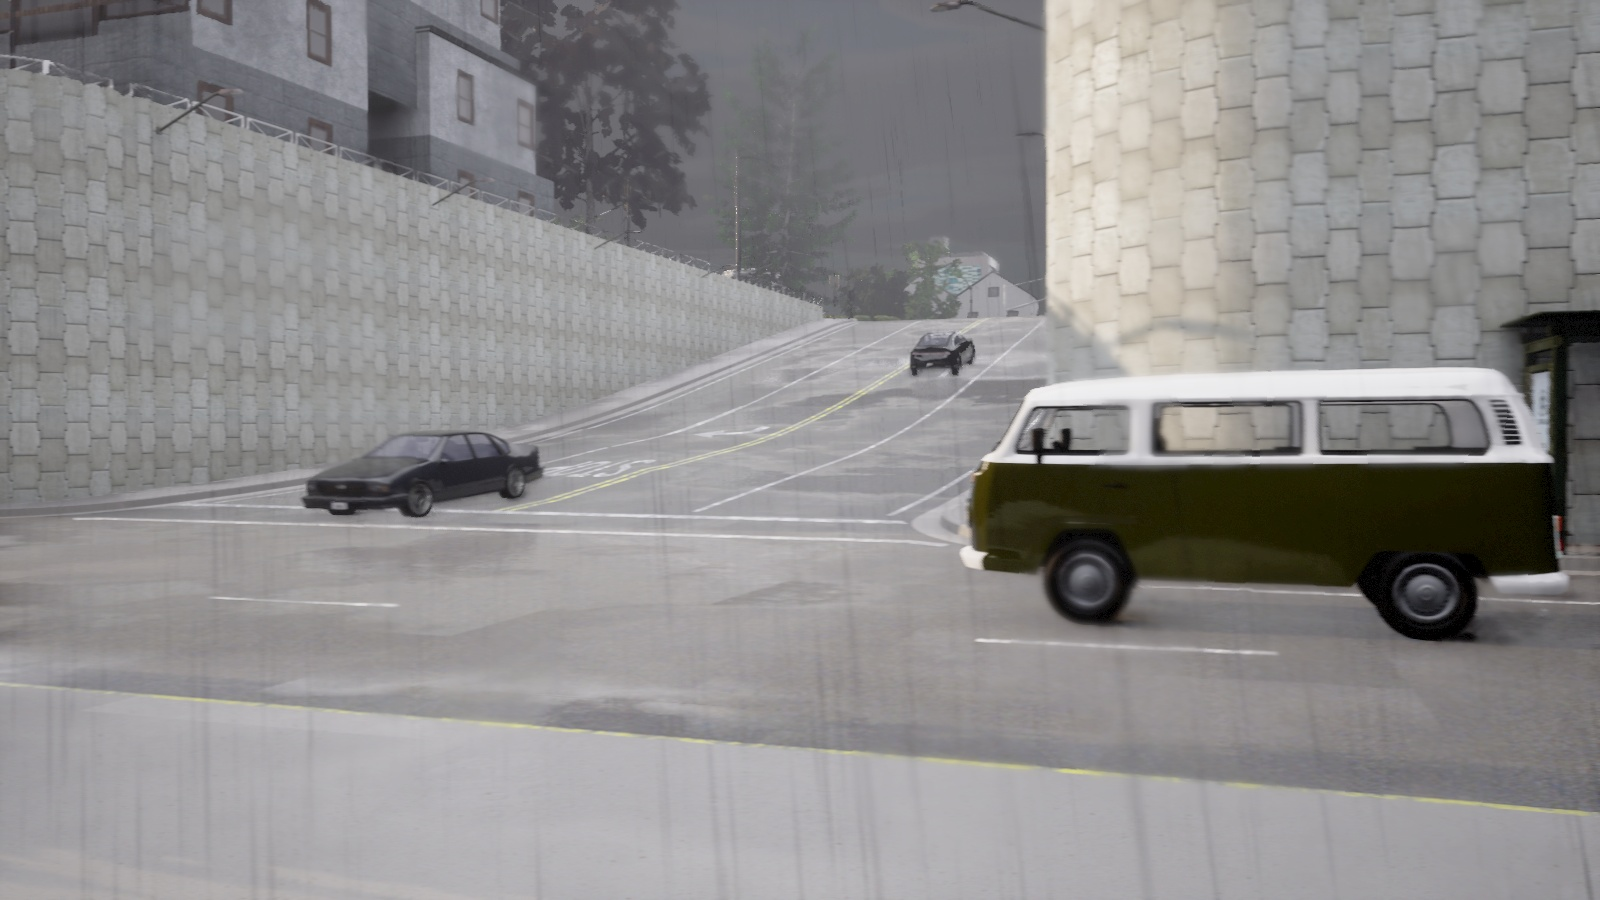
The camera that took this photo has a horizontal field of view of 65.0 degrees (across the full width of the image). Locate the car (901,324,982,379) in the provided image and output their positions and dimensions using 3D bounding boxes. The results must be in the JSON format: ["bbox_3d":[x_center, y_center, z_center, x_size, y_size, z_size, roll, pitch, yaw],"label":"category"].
[{"bbox_3d":[5.643,-3.932,49.564,2.128,1.511,4.902,1,12,19],"label":"car"}]

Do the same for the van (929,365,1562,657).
[{"bbox_3d":[3.503,0.396,10.450,4.480,2.038,2.069,1,1,19],"label":"van"}]

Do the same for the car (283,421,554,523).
[{"bbox_3d":[-6.942,0.303,23.625,2.033,1.411,5.357,1,4,20],"label":"car"}]
